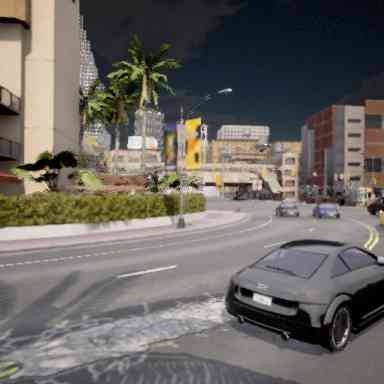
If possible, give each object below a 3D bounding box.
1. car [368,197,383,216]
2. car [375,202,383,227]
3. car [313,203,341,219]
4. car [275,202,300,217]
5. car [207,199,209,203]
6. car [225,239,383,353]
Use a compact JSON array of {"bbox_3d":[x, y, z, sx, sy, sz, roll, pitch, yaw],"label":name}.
[{"bbox_3d":[20.303,1.512,34.275,2.150,2.045,5.566,0,-1,6],"label":"car"},{"bbox_3d":[13.538,1.666,21.788,1.882,1.535,5.008,0,0,23],"label":"car"},{"bbox_3d":[12.918,1.782,32.072,1.812,1.442,4.674,0,-1,11],"label":"car"},{"bbox_3d":[9.799,1.800,34.308,1.812,1.442,4.674,0,0,6],"label":"car"},{"bbox_3d":[3.308,2.078,85.798,2.097,1.535,5.008,0,0,-5],"label":"car"},{"bbox_3d":[2.576,1.616,6.374,4.181,1.385,1.994,1,0,-41],"label":"car"}]
